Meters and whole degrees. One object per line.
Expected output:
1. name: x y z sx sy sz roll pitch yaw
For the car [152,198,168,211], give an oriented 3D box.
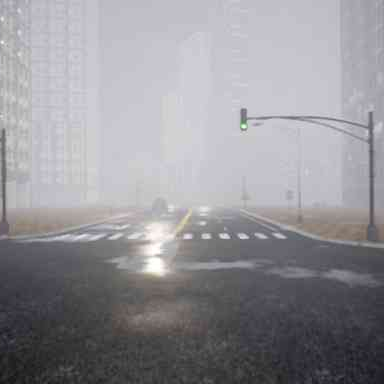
1. car: -5.022 1.925 53.116 2.150 2.045 5.566 0 -1 1
